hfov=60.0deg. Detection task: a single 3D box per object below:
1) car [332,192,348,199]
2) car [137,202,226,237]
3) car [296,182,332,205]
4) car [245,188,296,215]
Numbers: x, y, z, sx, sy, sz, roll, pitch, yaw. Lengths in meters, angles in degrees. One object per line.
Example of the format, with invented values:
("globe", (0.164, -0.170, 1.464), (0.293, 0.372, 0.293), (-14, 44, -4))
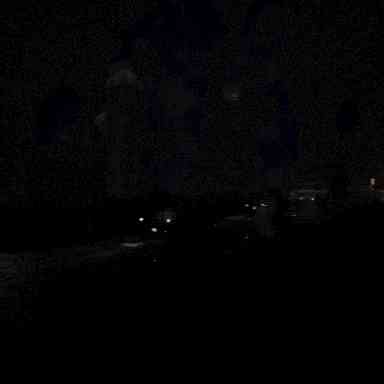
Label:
("car", (17.510, 0.120, 40.317), (2.033, 1.411, 5.357), (-1, 1, 36))
("car", (-0.335, 1.150, 15.348), (1.895, 1.301, 4.718), (-1, 1, 34))
("car", (11.286, 0.117, 31.680), (2.150, 2.045, 5.566), (-1, 1, 36))
("car", (5.426, 0.723, 23.486), (1.837, 1.490, 4.892), (-1, 1, 36))
